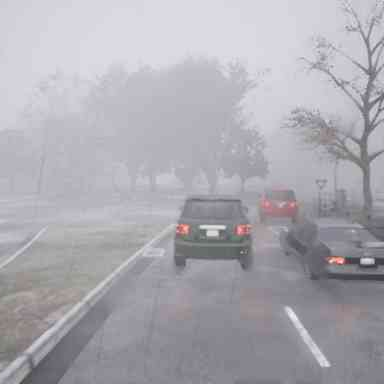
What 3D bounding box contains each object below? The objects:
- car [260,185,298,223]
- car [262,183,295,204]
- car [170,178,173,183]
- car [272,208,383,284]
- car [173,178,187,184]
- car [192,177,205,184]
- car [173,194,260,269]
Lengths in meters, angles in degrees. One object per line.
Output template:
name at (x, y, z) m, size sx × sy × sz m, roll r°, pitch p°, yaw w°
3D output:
car at (5.327, 0.735, 20.893) m, size 2.150 × 2.045 × 5.566 m, roll 1°, pitch 3°, yaw 10°
car at (8.974, 0.083, 34.263) m, size 2.097 × 1.767 × 4.553 m, roll 2°, pitch 4°, yaw 30°
car at (-4.479, -2.721, 83.819) m, size 2.097 × 1.767 × 4.553 m, roll 0°, pitch 2°, yaw -6°
car at (3.859, 1.448, 9.480) m, size 2.033 × 1.411 × 5.357 m, roll 0°, pitch 1°, yaw 4°
car at (-2.014, -2.107, 69.212) m, size 1.882 × 1.535 × 5.008 m, roll -1°, pitch 3°, yaw -13°
car at (1.228, -2.246, 69.623) m, size 2.150 × 2.045 × 5.566 m, roll -1°, pitch 3°, yaw -14°
car at (0.714, 1.074, 10.902) m, size 2.150 × 2.045 × 5.566 m, roll 0°, pitch 1°, yaw 4°
